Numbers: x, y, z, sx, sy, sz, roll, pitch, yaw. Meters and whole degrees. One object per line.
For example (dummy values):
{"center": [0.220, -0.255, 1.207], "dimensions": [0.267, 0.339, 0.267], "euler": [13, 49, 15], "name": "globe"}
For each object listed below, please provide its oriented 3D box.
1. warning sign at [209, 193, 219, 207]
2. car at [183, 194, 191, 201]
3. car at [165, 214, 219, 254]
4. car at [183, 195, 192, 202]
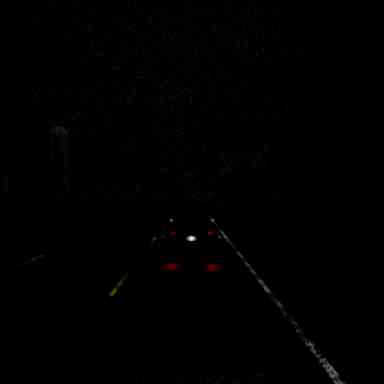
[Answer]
{"center": [3.136, 1.144, 47.796], "dimensions": [1.300, 1.860, 1.060], "euler": [1, 0, -1], "name": "warning sign"}
{"center": [-1.284, 1.376, 85.305], "dimensions": [1.882, 1.535, 5.008], "euler": [0, 0, -2], "name": "car"}
{"center": [-0.004, 1.570, 13.445], "dimensions": [1.994, 1.385, 4.181], "euler": [0, 0, 0], "name": "car"}
{"center": [-0.997, 1.550, 74.883], "dimensions": [1.837, 1.490, 4.892], "euler": [0, 0, -1], "name": "car"}
